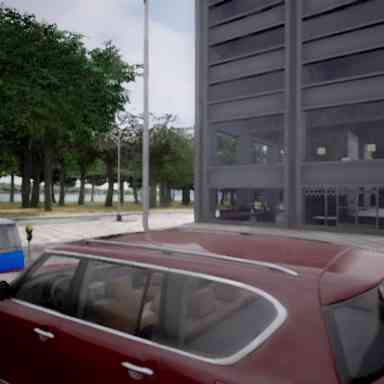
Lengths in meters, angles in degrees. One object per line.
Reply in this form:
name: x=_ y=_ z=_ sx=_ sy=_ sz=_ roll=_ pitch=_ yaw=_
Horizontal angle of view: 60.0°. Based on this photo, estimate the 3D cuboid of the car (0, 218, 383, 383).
car: x=-0.539 y=1.307 z=3.351 sx=5.009 sy=1.841 sz=2.192 roll=0 pitch=0 yaw=36
